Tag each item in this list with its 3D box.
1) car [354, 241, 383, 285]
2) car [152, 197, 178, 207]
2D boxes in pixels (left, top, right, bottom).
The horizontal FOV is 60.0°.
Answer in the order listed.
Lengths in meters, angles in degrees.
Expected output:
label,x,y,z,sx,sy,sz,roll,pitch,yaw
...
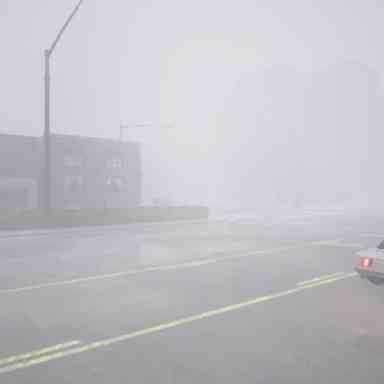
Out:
label,x,y,z,sx,sy,sz,roll,pitch,yaw
car,6.083,1.597,8.227,4.718,1.301,1.895,0,0,-36
car,-3.993,1.493,48.189,1.837,1.490,4.892,0,0,-38
